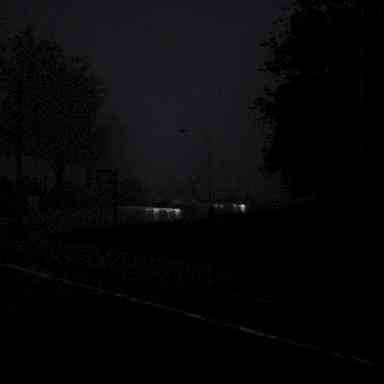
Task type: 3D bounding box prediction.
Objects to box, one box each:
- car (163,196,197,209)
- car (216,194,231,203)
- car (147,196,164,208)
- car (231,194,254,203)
[{"bbox_3d":[-1.139,1.348,43.140,1.812,1.442,4.674,0,1,38],"label":"car"},{"bbox_3d":[6.067,1.041,58.547,2.128,1.511,4.902,0,1,35],"label":"car"},{"bbox_3d":[-3.994,1.329,45.167,1.812,1.442,4.674,0,1,38],"label":"car"},{"bbox_3d":[8.944,1.059,56.553,1.812,1.442,4.674,0,1,35],"label":"car"}]
